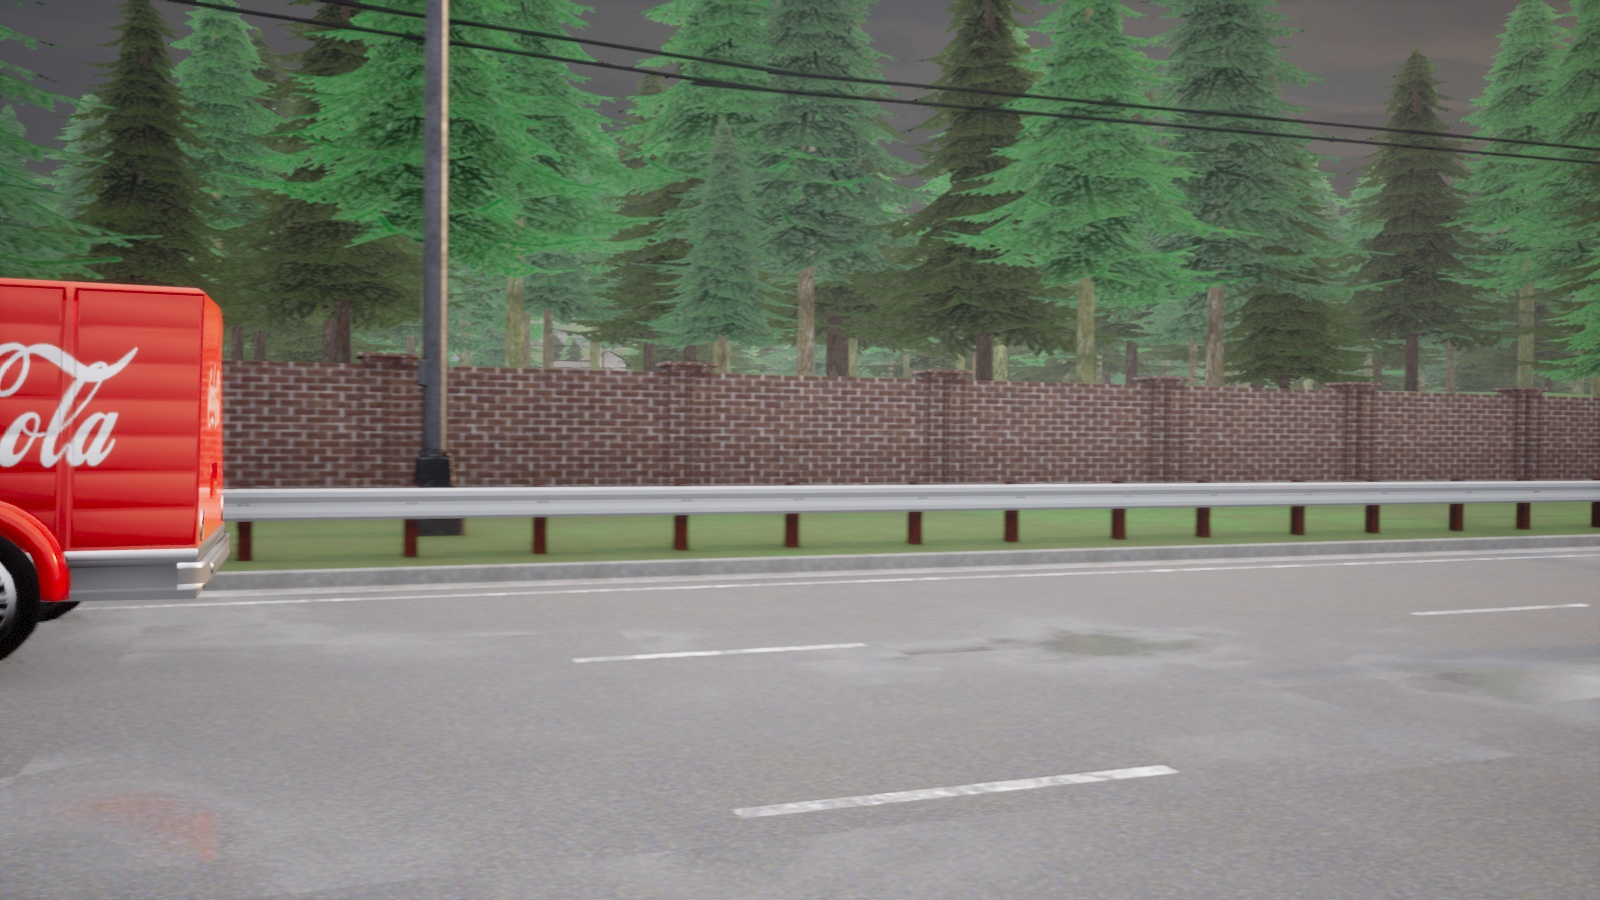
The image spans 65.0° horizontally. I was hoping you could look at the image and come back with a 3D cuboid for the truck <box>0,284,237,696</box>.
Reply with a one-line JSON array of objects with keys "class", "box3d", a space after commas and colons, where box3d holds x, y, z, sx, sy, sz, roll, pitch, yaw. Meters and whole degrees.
[{"class": "truck", "box3d": [-6.633, 0.249, 8.202, 5.204, 2.467, 2.627, -1, 1, -21]}]
